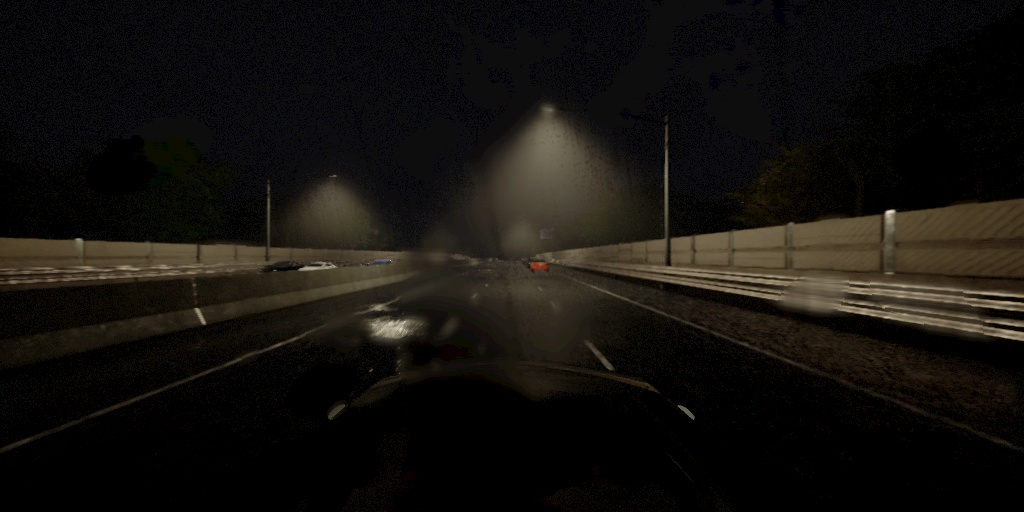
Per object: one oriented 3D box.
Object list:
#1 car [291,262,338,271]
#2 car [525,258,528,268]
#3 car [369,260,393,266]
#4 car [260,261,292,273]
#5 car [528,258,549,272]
[{"bbox_3d":[-17.558,1.285,32.673,1.812,1.442,4.674,0,0,0],"label":"car"},{"bbox_3d":[3.537,1.323,57.645,1.994,1.385,4.181,0,0,0],"label":"car"},{"bbox_3d":[-14.050,1.237,38.351,1.882,1.535,5.008,0,0,0],"label":"car"},{"bbox_3d":[-21.054,1.237,33.269,1.882,1.535,5.008,0,0,0],"label":"car"},{"bbox_3d":[3.530,1.110,46.609,2.097,1.767,4.553,0,0,0],"label":"car"}]
